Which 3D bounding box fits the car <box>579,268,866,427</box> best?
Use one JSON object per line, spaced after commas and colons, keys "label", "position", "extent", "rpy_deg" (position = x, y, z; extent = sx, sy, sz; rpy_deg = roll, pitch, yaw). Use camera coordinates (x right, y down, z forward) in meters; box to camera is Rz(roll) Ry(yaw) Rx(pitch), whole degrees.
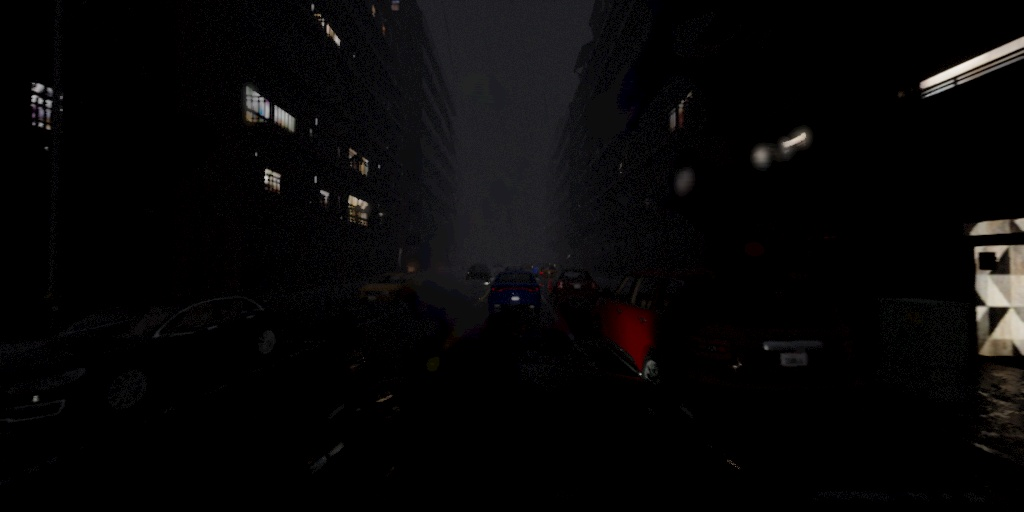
{"label": "car", "position": [2.702, 1.098, 5.820], "extent": [2.192, 1.841, 5.009], "rpy_deg": [0, 0, 0]}

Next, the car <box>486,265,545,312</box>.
{"label": "car", "position": [0.132, 1.333, 14.857], "extent": [1.882, 1.535, 5.008], "rpy_deg": [0, 0, 0]}

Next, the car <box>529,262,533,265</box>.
{"label": "car", "position": [3.276, 1.545, 40.655], "extent": [1.882, 1.535, 5.008], "rpy_deg": [0, 0, 0]}

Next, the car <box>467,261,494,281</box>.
{"label": "car", "position": [-2.990, 1.482, 33.068], "extent": [1.882, 1.535, 5.008], "rpy_deg": [0, 0, 0]}

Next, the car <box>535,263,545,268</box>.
{"label": "car", "position": [3.262, 1.468, 33.845], "extent": [1.801, 1.575, 5.366], "rpy_deg": [0, 0, 0]}

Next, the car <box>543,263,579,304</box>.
{"label": "car", "position": [2.742, 1.313, 16.956], "extent": [1.967, 1.591, 4.097], "rpy_deg": [0, 0, 0]}

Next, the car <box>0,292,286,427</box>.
{"label": "car", "position": [-5.678, 1.333, 5.884], "extent": [2.007, 1.370, 4.403], "rpy_deg": [0, 0, 0]}

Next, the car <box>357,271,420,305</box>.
{"label": "car", "position": [-5.639, 1.398, 16.850], "extent": [1.751, 1.417, 4.829], "rpy_deg": [0, 0, 0]}

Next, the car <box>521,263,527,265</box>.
{"label": "car", "position": [0.210, 1.614, 34.107], "extent": [1.895, 1.301, 4.718], "rpy_deg": [0, 0, 0]}

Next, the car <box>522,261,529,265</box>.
{"label": "car", "position": [2.912, 1.765, 61.668], "extent": [1.751, 1.417, 4.829], "rpy_deg": [0, 0, 0]}
